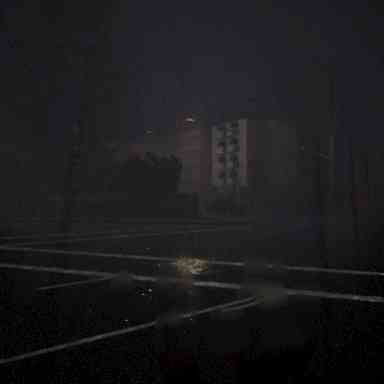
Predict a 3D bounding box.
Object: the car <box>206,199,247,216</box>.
[{"bbox_3d":[3.401,1.510,33.559,1.882,1.535,5.008,0,0,-35],"label":"car"}]
